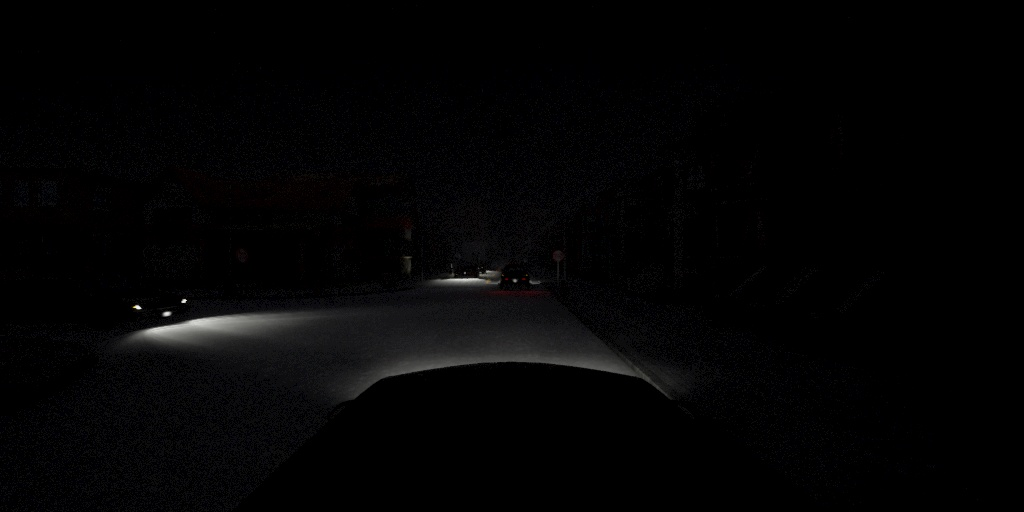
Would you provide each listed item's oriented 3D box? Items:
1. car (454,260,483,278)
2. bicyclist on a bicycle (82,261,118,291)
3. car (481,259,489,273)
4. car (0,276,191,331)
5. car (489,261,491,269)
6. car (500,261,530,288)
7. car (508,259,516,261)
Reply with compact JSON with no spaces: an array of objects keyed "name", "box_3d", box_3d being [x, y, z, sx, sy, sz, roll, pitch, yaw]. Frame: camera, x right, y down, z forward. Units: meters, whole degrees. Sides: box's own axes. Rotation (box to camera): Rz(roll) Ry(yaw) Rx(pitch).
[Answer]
[{"name":"car","box_3d":[-4.138,1.314,33.537,1.994,1.385,4.181,0,0,0]},{"name":"bicyclist on a bicycle","box_3d":[-21.599,1.099,18.809,0.582,1.620,1.656,0,0,0]},{"name":"car","box_3d":[-4.140,1.228,42.423,1.882,1.535,5.008,0,0,0]},{"name":"car","box_3d":[-12.716,1.297,10.438,5.357,1.411,2.033,0,0,0]},{"name":"car","box_3d":[-4.122,1.242,52.736,2.128,1.511,4.902,0,0,0]},{"name":"car","box_3d":[0.165,1.275,23.655,1.812,1.442,4.674,0,0,0]},{"name":"car","box_3d":[0.039,1.297,64.607,2.033,1.411,5.357,0,0,0]}]
